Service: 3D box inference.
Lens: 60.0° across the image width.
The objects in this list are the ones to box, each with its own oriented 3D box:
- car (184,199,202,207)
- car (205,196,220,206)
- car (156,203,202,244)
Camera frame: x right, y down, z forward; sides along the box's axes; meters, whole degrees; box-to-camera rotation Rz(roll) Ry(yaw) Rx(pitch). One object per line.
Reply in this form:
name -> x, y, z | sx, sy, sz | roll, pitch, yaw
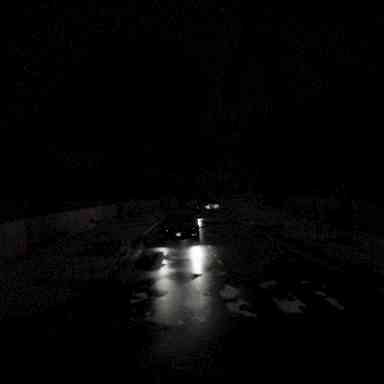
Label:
car -> -0.032, 1.479, 33.082 | 1.812, 1.442, 4.674 | -3, 0, 5
car -> 3.289, 1.392, 53.112 | 1.994, 1.385, 4.181 | -3, -1, 13
car -> -0.622, 1.570, 16.706 | 1.837, 1.490, 4.892 | -3, 0, -1
